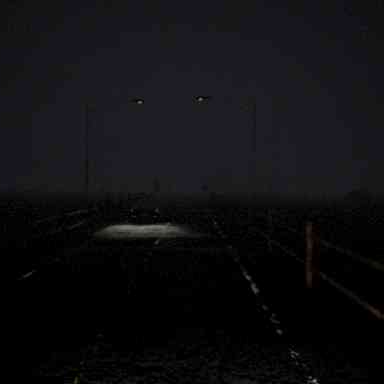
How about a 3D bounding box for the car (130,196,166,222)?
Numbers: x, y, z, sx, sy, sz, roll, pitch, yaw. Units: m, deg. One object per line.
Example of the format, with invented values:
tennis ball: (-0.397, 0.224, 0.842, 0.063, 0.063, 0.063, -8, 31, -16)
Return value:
car: (-2.860, 1.042, 22.304, 1.882, 1.535, 5.008, 0, 1, 0)
